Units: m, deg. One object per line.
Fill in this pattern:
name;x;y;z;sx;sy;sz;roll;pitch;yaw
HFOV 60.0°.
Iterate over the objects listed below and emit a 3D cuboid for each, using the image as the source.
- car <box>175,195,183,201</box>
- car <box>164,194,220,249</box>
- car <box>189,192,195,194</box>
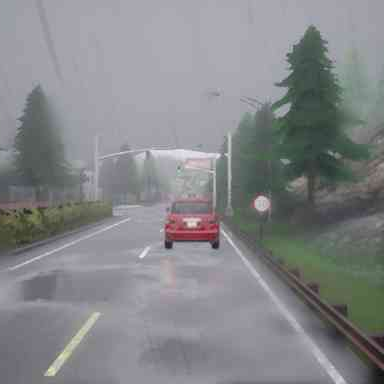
car;-3.500;1.545;89.015;1.994;1.385;4.181;0;0;0
car;0.000;1.256;14.680;2.150;2.045;5.566;0;0;0
car;0.000;1.088;84.081;2.150;2.045;5.566;0;0;0
